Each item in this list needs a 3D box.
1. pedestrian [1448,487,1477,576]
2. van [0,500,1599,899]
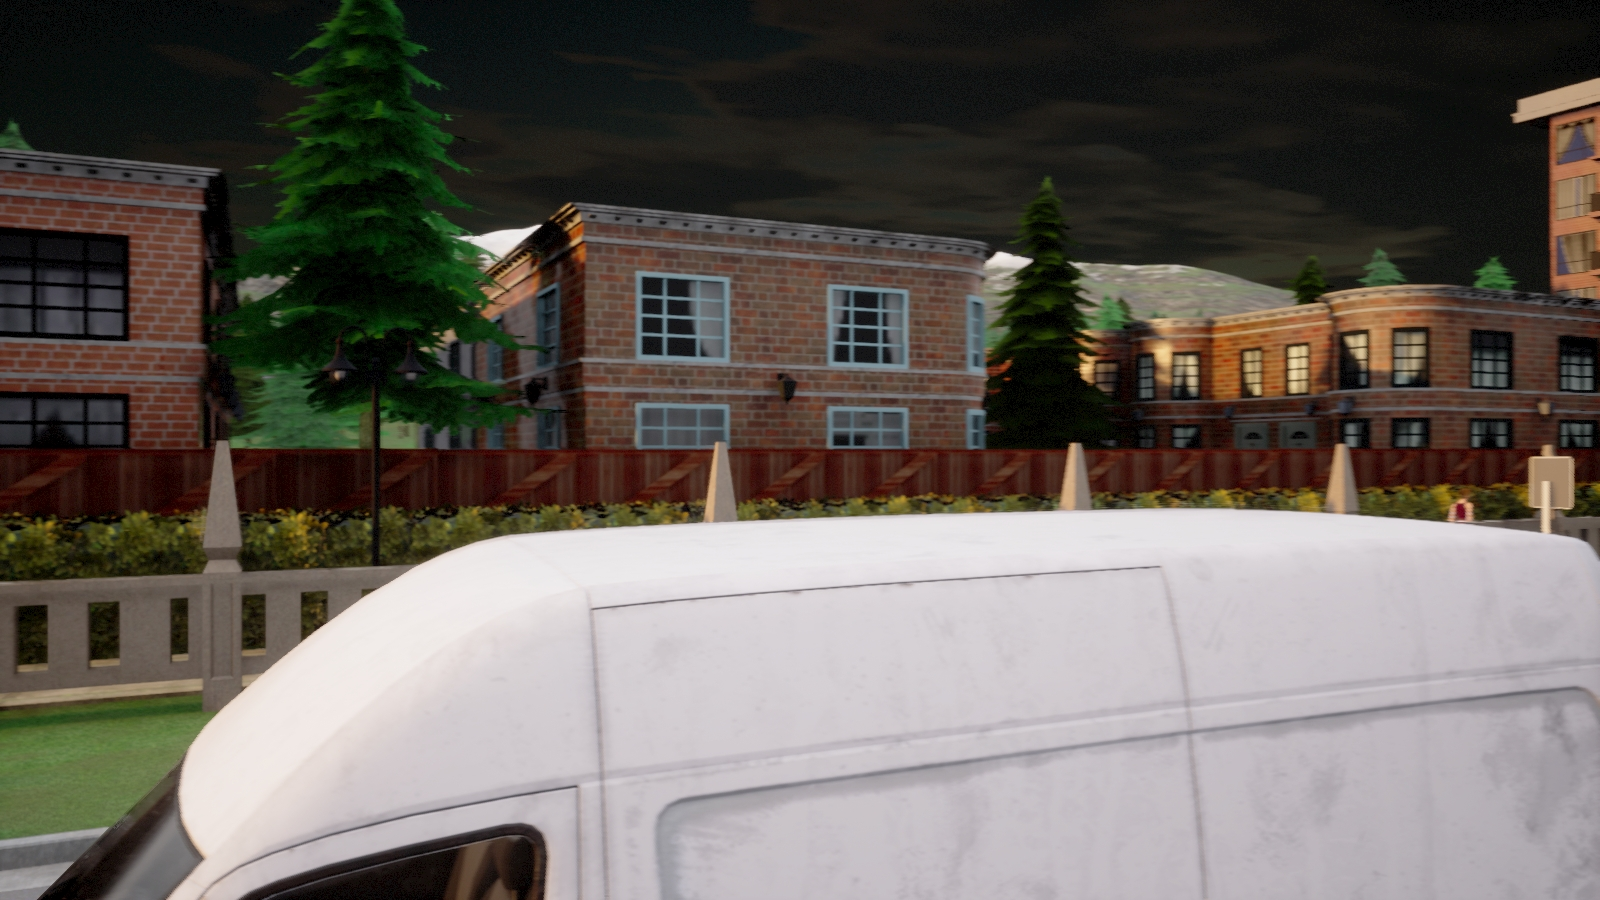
[{"bbox_3d":[14.147,1.725,24.405,0.375,1.860,0.375,0,0,-26],"label":"pedestrian"},{"bbox_3d":[-0.230,1.539,3.404,5.915,2.561,1.988,0,1,-21],"label":"van"}]
